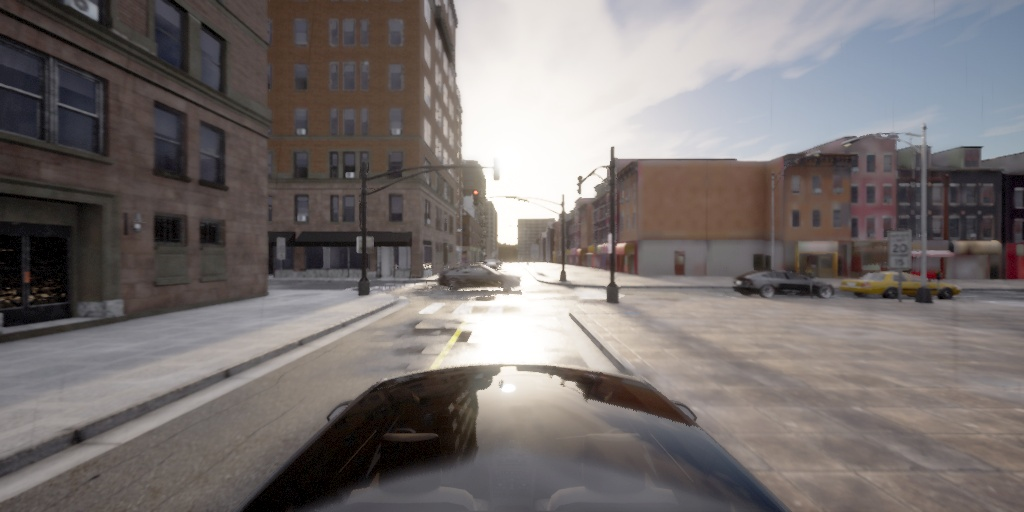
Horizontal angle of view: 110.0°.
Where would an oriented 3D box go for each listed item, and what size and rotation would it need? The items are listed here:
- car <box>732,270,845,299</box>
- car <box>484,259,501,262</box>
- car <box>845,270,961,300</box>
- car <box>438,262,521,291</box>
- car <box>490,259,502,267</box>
[{"bbox_3d":[13.216,1.364,17.623,4.313,1.339,1.948,0,0,0],"label":"car"},{"bbox_3d":[-2.822,1.131,46.297,1.812,1.442,4.674,0,0,0],"label":"car"},{"bbox_3d":[19.009,1.367,17.635,4.829,1.417,1.751,0,0,0],"label":"car"},{"bbox_3d":[-1.813,1.215,20.206,4.674,1.442,1.812,0,0,0],"label":"car"},{"bbox_3d":[-2.772,1.207,62.567,1.994,1.385,4.181,0,0,1],"label":"car"}]
